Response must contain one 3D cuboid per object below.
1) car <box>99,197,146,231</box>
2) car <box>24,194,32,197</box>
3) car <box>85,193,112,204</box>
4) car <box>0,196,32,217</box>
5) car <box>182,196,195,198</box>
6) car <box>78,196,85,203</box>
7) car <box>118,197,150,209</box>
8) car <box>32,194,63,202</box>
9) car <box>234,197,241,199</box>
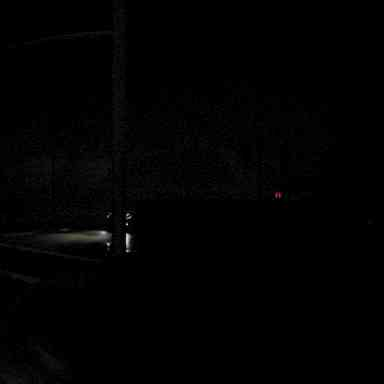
[{"bbox_3d":[-3.132,1.352,20.613,2.097,1.767,4.553,0,0,35],"label":"car"},{"bbox_3d":[-34.445,1.232,71.230,1.970,1.475,3.806,0,0,35],"label":"car"},{"bbox_3d":[-15.963,1.097,59.059,1.932,1.855,4.605,0,0,35],"label":"car"},{"bbox_3d":[-15.897,1.340,26.955,2.007,1.523,4.514,0,0,35],"label":"car"},{"bbox_3d":[-0.870,1.374,48.215,1.845,1.501,3.633,0,0,35],"label":"car"},{"bbox_3d":[-18.573,1.077,60.400,1.905,1.878,3.866,0,0,35],"label":"car"},{"bbox_3d":[-7.589,1.384,43.878,1.970,1.475,3.806,0,0,35],"label":"car"},{"bbox_3d":[-29.019,1.154,67.788,2.152,1.636,5.027,0,0,35],"label":"car"},{"bbox_3d":[3.823,1.352,30.639,2.097,1.767,4.553,0,0,35],"label":"car"}]
